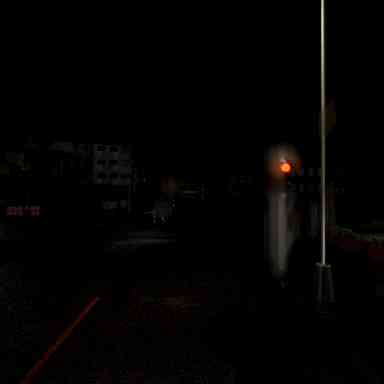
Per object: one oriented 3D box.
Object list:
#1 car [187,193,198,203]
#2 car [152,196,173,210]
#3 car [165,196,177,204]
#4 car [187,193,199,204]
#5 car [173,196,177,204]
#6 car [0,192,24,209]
[{"bbox_3d":[0.104,1.225,72.303,2.150,2.045,5.566,0,0,0],"label":"car"},{"bbox_3d":[-4.040,1.491,43.023,2.128,1.511,4.902,0,0,0],"label":"car"},{"bbox_3d":[-3.966,1.477,63.162,1.882,1.535,5.008,0,0,0],"label":"car"},{"bbox_3d":[0.187,1.353,62.584,2.097,1.767,4.553,0,0,0],"label":"car"},{"bbox_3d":[-4.019,1.491,52.987,2.128,1.511,4.902,0,0,0],"label":"car"},{"bbox_3d":[-19.709,0.985,34.940,1.905,1.878,3.866,0,0,35],"label":"car"}]
